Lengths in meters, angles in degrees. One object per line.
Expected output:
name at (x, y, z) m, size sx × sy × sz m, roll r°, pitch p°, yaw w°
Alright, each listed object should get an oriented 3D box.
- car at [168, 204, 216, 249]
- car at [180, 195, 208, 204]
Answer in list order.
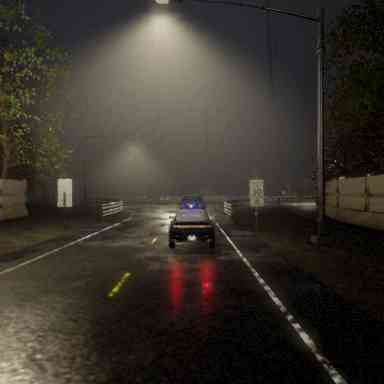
car at (0.000, 1.498, 14.659) m, size 2.128 × 1.511 × 4.902 m, roll 0°, pitch 0°, yaw 0°
car at (0.146, 1.265, 29.548) m, size 2.150 × 2.045 × 5.566 m, roll 0°, pitch 0°, yaw 4°
